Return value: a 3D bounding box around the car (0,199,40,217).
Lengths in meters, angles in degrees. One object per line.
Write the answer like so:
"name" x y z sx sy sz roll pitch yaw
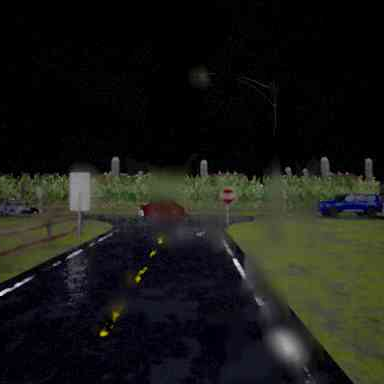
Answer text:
"car" -15.499 1.265 27.415 5.357 1.411 2.033 0 -1 2

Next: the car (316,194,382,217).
"car" 14.218 1.193 30.224 5.566 2.045 2.150 0 -1 0

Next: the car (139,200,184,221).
"car" -2.438 1.314 25.496 1.882 1.535 5.008 2 0 -30
